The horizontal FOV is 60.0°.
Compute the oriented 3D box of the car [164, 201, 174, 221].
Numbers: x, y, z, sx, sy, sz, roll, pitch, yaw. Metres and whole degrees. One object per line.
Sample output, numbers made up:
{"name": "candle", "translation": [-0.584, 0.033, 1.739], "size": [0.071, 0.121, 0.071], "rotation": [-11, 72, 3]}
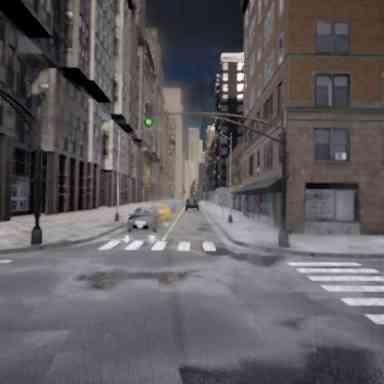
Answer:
{"name": "car", "translation": [-3.056, 1.875, 31.608], "size": [1.882, 1.535, 5.008], "rotation": [1, -1, 0]}

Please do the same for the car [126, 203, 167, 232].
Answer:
{"name": "car", "translation": [-3.061, 1.769, 22.065], "size": [2.128, 1.511, 4.902], "rotation": [1, -1, 0]}

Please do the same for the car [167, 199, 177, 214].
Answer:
{"name": "car", "translation": [-3.038, 2.025, 43.862], "size": [1.882, 1.535, 5.008], "rotation": [1, -1, 0]}

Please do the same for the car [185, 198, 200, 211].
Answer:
{"name": "car", "translation": [0.058, 1.916, 52.917], "size": [2.150, 2.045, 5.566], "rotation": [1, -1, 0]}
